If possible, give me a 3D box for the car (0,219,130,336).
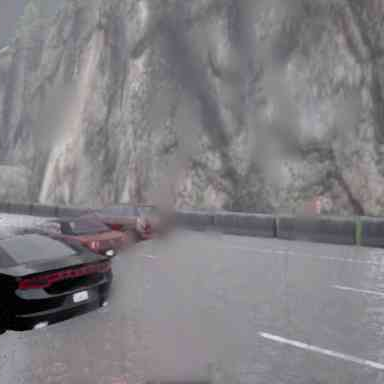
[{"bbox_3d":[-3.727,1.435,6.606,5.008,1.535,1.882,1,1,36],"label":"car"}]

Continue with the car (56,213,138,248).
[{"bbox_3d":[-4.278,1.532,11.319,4.718,1.301,1.895,1,0,36],"label":"car"}]

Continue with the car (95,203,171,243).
[{"bbox_3d":[-3.199,1.274,14.851,4.553,1.767,2.097,1,1,36],"label":"car"}]
